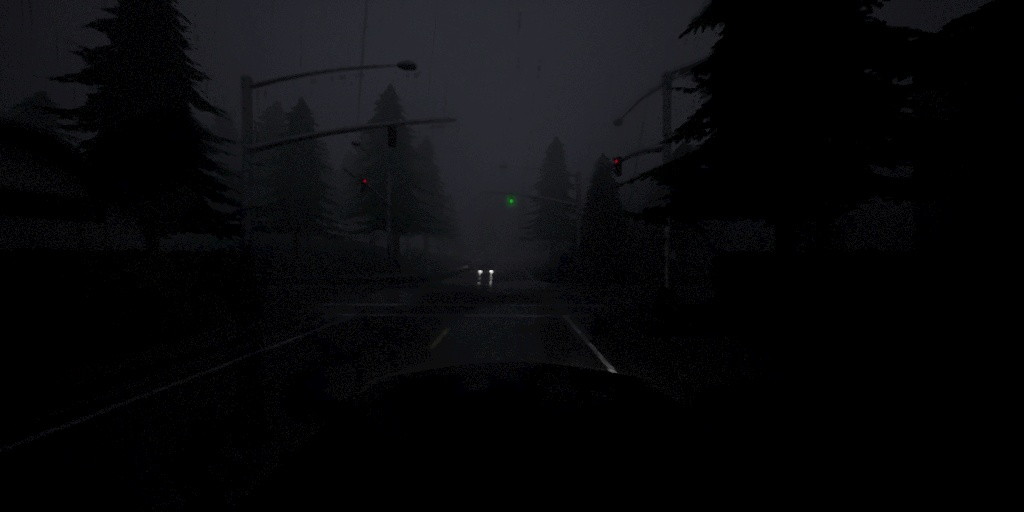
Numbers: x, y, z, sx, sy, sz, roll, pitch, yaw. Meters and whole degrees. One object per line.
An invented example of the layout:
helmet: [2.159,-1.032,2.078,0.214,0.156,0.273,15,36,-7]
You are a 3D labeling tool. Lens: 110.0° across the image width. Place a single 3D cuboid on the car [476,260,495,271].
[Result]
car: [-3.516,1.229,49.517,1.812,1.442,4.674,0,0,1]
